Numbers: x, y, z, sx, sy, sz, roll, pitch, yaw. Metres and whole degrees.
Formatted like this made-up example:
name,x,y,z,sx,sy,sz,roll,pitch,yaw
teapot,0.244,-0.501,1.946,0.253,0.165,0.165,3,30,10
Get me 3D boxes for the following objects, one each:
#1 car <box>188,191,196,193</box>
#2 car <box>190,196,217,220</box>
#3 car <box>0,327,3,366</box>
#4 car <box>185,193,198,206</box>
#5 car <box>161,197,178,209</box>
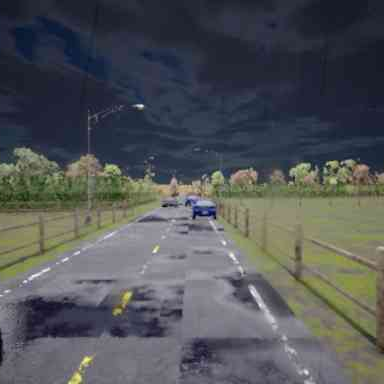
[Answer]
name,x,y,z,sx,sy,sz,roll,pitch,yaw
car,0.014,0.908,63.004,2.150,2.045,5.566,0,0,0
car,0.968,1.354,27.120,1.882,1.535,5.008,0,0,0
car,-2.857,1.595,1.141,1.895,1.301,4.718,0,0,0
car,0.037,1.247,48.343,1.882,1.535,5.008,0,0,1
car,-2.832,1.345,43.014,2.033,1.411,5.357,0,0,0
